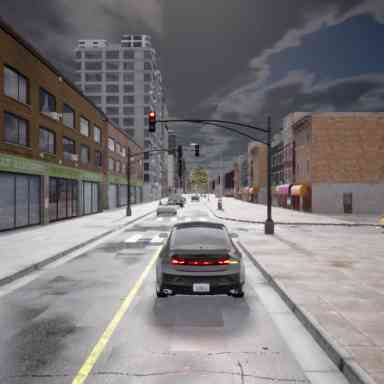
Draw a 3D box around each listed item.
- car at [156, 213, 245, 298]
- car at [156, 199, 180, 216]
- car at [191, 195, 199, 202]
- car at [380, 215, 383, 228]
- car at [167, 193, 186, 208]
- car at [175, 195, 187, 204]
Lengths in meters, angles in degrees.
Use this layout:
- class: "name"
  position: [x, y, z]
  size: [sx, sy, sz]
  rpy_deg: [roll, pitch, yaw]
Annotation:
- class: "car"
  position: [0.176, 1.505, 8.526]
  size: [1.837, 1.490, 4.892]
  rpy_deg: [0, 0, 0]
- class: "car"
  position: [-2.468, 1.602, 32.662]
  size: [1.895, 1.301, 4.718]
  rpy_deg: [0, 0, -1]
- class: "car"
  position: [0.740, 1.466, 75.138]
  size: [1.837, 1.490, 4.892]
  rpy_deg: [0, 0, 1]
- class: "car"
  position: [14.214, 1.802, 20.249]
  size: [5.008, 1.535, 1.882]
  rpy_deg: [1, 0, 0]
- class: "car"
  position: [-2.371, 1.218, 48.962]
  size: [2.150, 2.045, 5.566]
  rpy_deg: [0, 0, 1]
- class: "car"
  position: [-2.144, 1.470, 65.688]
  size: [2.128, 1.511, 4.902]
  rpy_deg: [0, 0, 1]
